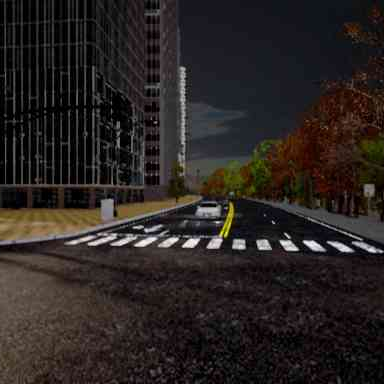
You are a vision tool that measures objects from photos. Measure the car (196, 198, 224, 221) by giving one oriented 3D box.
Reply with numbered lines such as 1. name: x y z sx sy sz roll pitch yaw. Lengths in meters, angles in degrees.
1. car: 1.433 1.508 27.358 1.812 1.442 4.674 0 0 8

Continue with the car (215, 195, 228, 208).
1. car: 4.144 1.293 48.607 2.097 1.767 4.553 0 0 7
